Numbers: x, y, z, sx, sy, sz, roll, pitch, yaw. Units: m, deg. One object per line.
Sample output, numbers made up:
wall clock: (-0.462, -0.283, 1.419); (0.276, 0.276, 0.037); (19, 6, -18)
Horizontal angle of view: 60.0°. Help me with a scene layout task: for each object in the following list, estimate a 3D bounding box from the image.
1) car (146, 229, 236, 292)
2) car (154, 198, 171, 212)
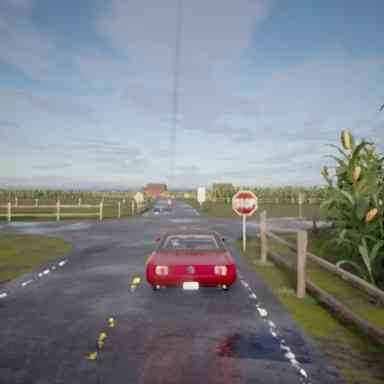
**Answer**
car: (-0.029, 1.652, 9.066); (1.895, 1.301, 4.718); (0, 0, 0)
car: (-3.881, 1.796, 43.163); (2.033, 1.411, 5.357); (0, 0, -3)
